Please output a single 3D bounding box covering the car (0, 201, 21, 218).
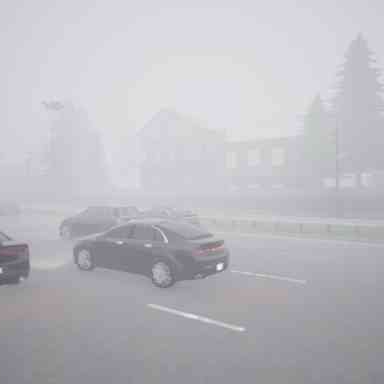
[{"bbox_3d":[-16.736,1.523,28.836,4.902,1.511,2.128,0,0,36],"label":"car"}]

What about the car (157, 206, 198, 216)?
[{"bbox_3d":[-1.843,1.504,18.207,4.902,1.511,2.128,0,0,36],"label":"car"}]

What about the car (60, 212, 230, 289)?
[{"bbox_3d":[-1.318,1.512,9.233,4.892,1.490,1.837,0,0,36],"label":"car"}]

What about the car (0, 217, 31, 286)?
[{"bbox_3d":[-6.039,1.488,8.300,5.008,1.535,1.882,0,0,36],"label":"car"}]

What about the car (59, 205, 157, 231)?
[{"bbox_3d":[-4.169,1.365,15.569,4.553,1.767,2.097,0,0,36],"label":"car"}]
